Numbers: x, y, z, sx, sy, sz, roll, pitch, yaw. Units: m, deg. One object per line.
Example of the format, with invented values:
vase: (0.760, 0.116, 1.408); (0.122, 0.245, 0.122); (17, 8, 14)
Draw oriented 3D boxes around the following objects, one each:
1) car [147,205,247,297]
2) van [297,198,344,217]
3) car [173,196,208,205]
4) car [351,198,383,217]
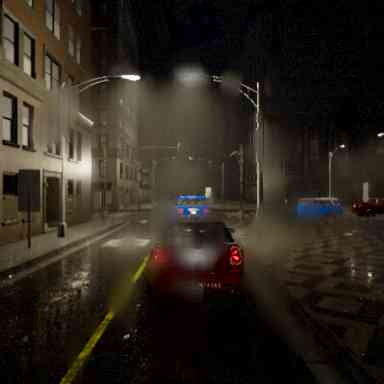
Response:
car: (0.104, 1.379, 8.849); (2.097, 1.767, 4.553); (0, 0, 0)
van: (11.737, 1.464, 30.623); (3.998, 1.788, 1.690); (0, 0, -1)
car: (-0.059, 1.288, 21.952); (2.150, 2.045, 5.566); (0, 0, -3)
car: (17.377, 1.438, 30.707); (5.009, 1.841, 2.192); (0, 0, -1)
